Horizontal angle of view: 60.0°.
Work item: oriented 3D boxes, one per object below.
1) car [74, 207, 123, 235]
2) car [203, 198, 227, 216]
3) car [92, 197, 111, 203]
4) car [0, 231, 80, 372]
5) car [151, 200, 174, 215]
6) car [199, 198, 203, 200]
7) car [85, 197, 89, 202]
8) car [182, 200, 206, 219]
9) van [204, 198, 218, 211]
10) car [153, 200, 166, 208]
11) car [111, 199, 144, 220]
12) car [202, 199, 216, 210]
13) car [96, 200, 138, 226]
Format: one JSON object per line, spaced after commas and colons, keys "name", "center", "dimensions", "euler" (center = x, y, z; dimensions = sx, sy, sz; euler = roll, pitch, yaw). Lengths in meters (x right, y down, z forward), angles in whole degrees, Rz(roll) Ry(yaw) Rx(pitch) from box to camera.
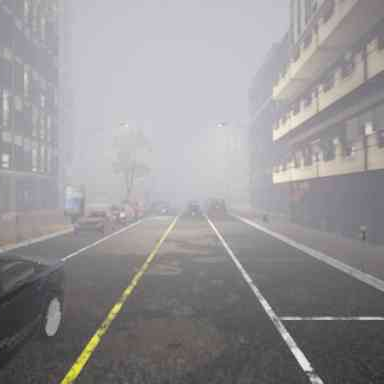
{"name": "car", "center": [-5.681, 1.773, 19.981], "dimensions": [1.802, 1.307, 4.206], "euler": [0, -1, 0]}
{"name": "car", "center": [2.708, 1.667, 36.632], "dimensions": [2.192, 1.841, 5.009], "euler": [0, -1, 0]}
{"name": "car", "center": [-21.987, 1.925, 81.653], "dimensions": [4.829, 1.417, 1.752], "euler": [1, -1, -1]}
{"name": "car", "center": [-3.098, 1.514, 3.763], "dimensions": [1.882, 1.535, 5.008], "euler": [0, -1, 0]}
{"name": "car", "center": [-3.076, 1.860, 38.400], "dimensions": [2.128, 1.511, 4.902], "euler": [0, -1, 0]}
{"name": "car", "center": [0.108, 1.772, 43.726], "dimensions": [2.097, 1.767, 4.553], "euler": [0, -1, 0]}
{"name": "car", "center": [-27.433, 1.862, 81.507], "dimensions": [4.313, 1.339, 1.947], "euler": [1, -1, -1]}
{"name": "car", "center": [0.115, 1.841, 32.914], "dimensions": [1.812, 1.442, 4.674], "euler": [0, 0, -1]}
{"name": "van", "center": [2.714, 1.802, 47.734], "dimensions": [1.690, 1.788, 3.998], "euler": [0, -1, 0]}
{"name": "car", "center": [-5.660, 2.133, 58.532], "dimensions": [1.947, 1.339, 4.313], "euler": [0, -1, 0]}
{"name": "car", "center": [-5.675, 1.613, 31.085], "dimensions": [2.192, 1.841, 5.009], "euler": [0, -1, 0]}
{"name": "car", "center": [2.717, 1.956, 53.283], "dimensions": [1.967, 1.590, 4.097], "euler": [0, -1, 0]}
{"name": "car", "center": [-5.679, 1.684, 25.533], "dimensions": [1.967, 1.590, 4.097], "euler": [0, -1, 0]}
